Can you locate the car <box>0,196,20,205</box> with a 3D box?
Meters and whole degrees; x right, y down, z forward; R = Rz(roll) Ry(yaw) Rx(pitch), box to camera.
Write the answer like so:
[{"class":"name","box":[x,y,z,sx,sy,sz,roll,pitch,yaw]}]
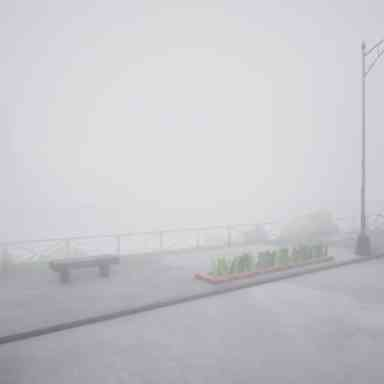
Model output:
[{"class":"car","box":[-32.361,1.496,57.020,5.008,1.535,1.882,0,0,-36]}]
